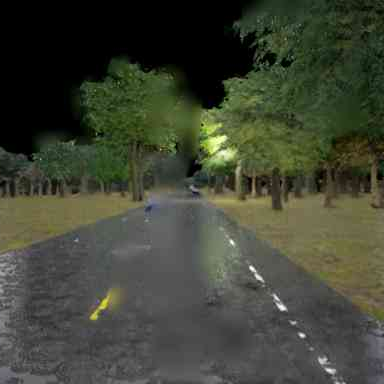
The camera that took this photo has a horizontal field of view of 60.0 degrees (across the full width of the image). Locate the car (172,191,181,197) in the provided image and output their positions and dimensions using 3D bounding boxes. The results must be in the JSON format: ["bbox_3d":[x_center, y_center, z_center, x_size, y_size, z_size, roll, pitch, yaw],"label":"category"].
[{"bbox_3d":[-3.516,0.454,75.386,1.994,1.385,4.181,0,2,0],"label":"car"}]

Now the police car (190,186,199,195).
[{"bbox_3d":[1.032,-0.020,90.835,1.930,1.638,5.238,0,2,0],"label":"police car"}]

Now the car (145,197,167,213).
[{"bbox_3d":[-3.599,1.237,34.126,1.882,1.535,5.008,0,1,0],"label":"car"}]
